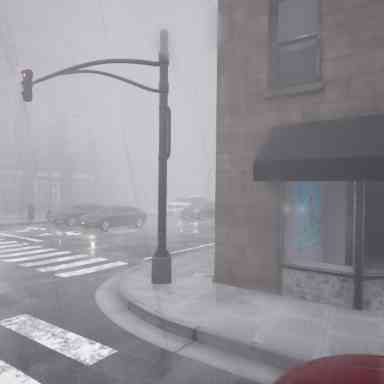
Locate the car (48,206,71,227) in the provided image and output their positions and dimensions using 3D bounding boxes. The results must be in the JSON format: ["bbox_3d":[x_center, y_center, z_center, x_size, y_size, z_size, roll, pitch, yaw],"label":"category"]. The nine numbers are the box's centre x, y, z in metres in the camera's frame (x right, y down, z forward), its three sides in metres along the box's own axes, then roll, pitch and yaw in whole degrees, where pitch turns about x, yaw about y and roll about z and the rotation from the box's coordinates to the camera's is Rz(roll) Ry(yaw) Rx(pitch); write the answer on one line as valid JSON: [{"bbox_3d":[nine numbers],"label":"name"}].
[{"bbox_3d":[-7.666,1.569,23.445,1.837,1.490,4.892,1,0,35],"label":"car"}]

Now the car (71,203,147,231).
[{"bbox_3d":[-5.014,1.616,21.566,1.837,1.490,4.892,1,0,35],"label":"car"}]

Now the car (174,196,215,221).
[{"bbox_3d":[0.888,1.550,29.847,2.097,1.767,4.553,1,0,36],"label":"car"}]

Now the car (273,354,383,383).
[{"bbox_3d":[2.382,1.545,1.254,4.507,1.381,1.887,0,1,35],"label":"car"}]

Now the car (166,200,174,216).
[{"bbox_3d":[-0.478,1.390,33.522,2.150,2.045,5.566,1,0,36],"label":"car"}]
